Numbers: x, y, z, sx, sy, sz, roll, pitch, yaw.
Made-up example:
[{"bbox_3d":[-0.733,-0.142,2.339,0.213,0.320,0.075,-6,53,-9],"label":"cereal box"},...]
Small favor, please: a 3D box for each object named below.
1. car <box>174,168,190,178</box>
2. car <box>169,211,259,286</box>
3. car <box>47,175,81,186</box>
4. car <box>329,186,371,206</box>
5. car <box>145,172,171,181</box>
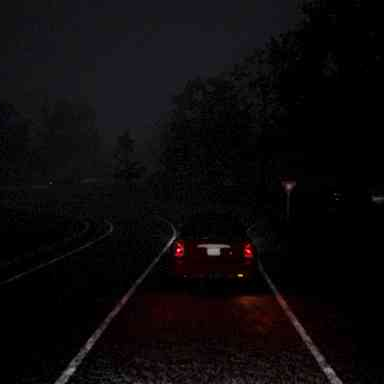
[{"bbox_3d":[-2.802,-3.988,70.121,5.566,2.045,2.150,4,7,40],"label":"car"},{"bbox_3d":[0.595,1.339,9.597,2.097,1.767,4.553,0,0,3],"label":"car"},{"bbox_3d":[-19.165,-1.756,49.872,4.892,1.490,1.837,-5,9,-43],"label":"car"},{"bbox_3d":[13.933,0.252,29.196,4.902,1.511,2.128,-5,8,-39],"label":"car"},{"bbox_3d":[-6.379,-2.940,61.959,4.902,1.511,2.128,-2,6,-18],"label":"car"}]
